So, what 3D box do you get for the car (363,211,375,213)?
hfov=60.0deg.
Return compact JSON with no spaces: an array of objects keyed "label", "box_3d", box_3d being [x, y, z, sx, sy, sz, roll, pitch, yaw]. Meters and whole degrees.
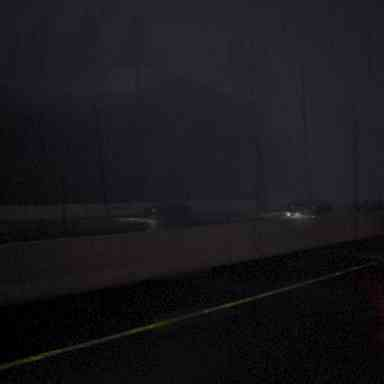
[{"label":"car","box_3d":[18.003,1.527,33.817,1.994,1.385,4.181,0,0,44]}]
